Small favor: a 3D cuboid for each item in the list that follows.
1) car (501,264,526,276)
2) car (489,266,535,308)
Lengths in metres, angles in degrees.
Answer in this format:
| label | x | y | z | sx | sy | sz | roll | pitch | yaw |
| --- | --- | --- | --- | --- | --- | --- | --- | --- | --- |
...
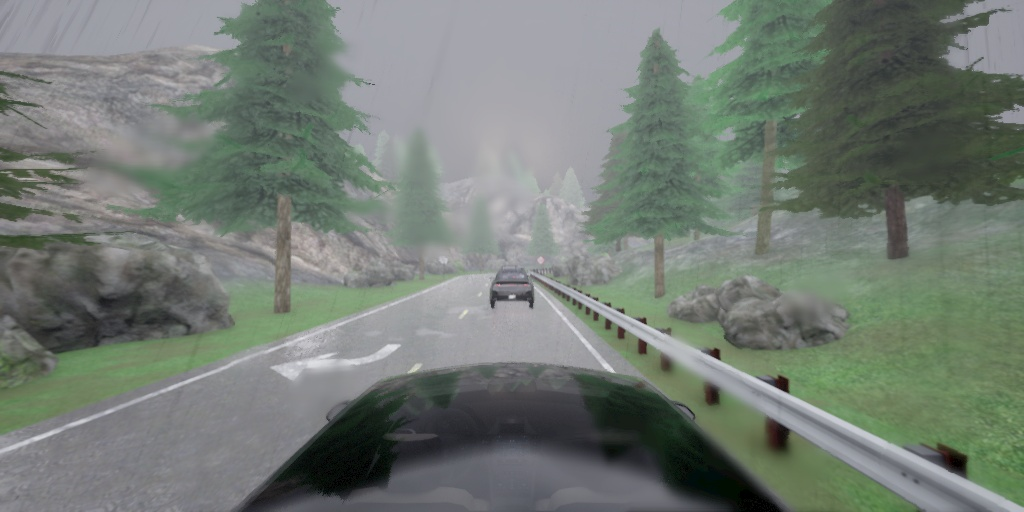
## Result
| label | x | y | z | sx | sy | sz | roll | pitch | yaw |
| --- | --- | --- | --- | --- | --- | --- | --- | --- | --- |
| car | 0.259 | 1.751 | 45.544 | 1.895 | 1.301 | 4.718 | 0 | -1 | 17 |
| car | -0.002 | 1.374 | 16.149 | 2.128 | 1.511 | 4.902 | 0 | 0 | 0 |
